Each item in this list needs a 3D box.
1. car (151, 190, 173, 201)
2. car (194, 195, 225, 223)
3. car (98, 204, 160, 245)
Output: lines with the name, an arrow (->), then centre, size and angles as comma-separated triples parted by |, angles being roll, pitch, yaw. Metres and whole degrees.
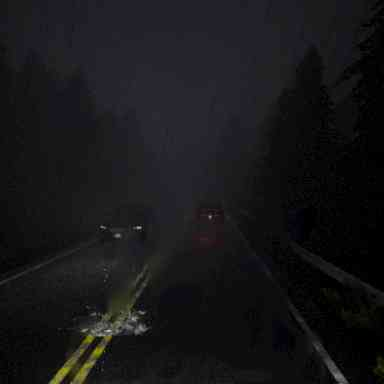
car -> -5.378, 0.642, 58.380 | 2.150, 2.045, 5.566 | -2, 1, -27
car -> 1.212, 1.245, 23.065 | 1.837, 1.490, 4.892 | 0, 1, 2
car -> -2.576, 1.302, 14.553 | 2.128, 1.511, 4.902 | 0, 1, 3
